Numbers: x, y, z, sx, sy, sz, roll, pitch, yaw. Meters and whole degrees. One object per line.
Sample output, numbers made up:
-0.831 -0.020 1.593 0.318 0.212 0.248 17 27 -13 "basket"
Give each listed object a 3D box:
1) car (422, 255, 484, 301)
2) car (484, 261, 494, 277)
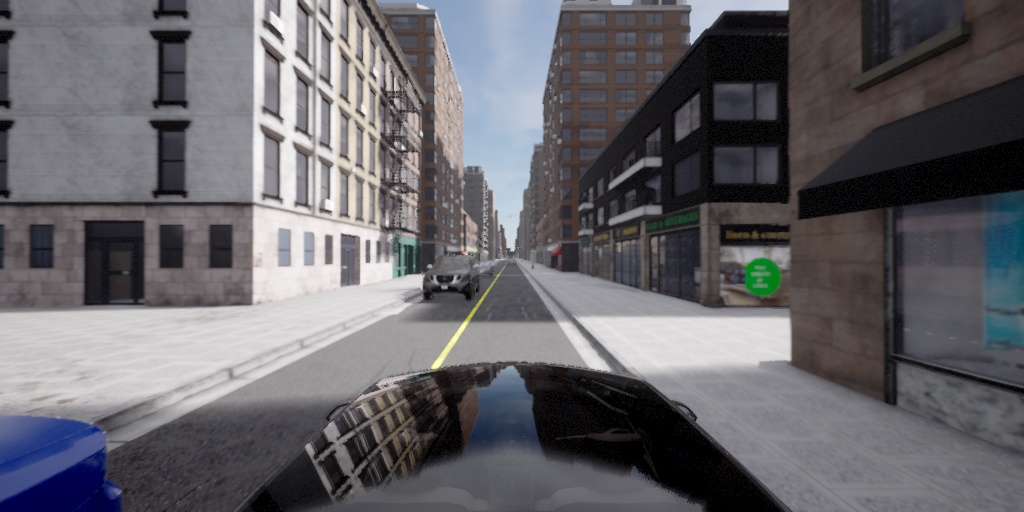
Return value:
-2.825 0.978 17.867 2.150 2.045 5.566 0 0 0 "car"
-2.769 1.267 35.883 2.128 1.511 4.902 0 0 0 "car"
